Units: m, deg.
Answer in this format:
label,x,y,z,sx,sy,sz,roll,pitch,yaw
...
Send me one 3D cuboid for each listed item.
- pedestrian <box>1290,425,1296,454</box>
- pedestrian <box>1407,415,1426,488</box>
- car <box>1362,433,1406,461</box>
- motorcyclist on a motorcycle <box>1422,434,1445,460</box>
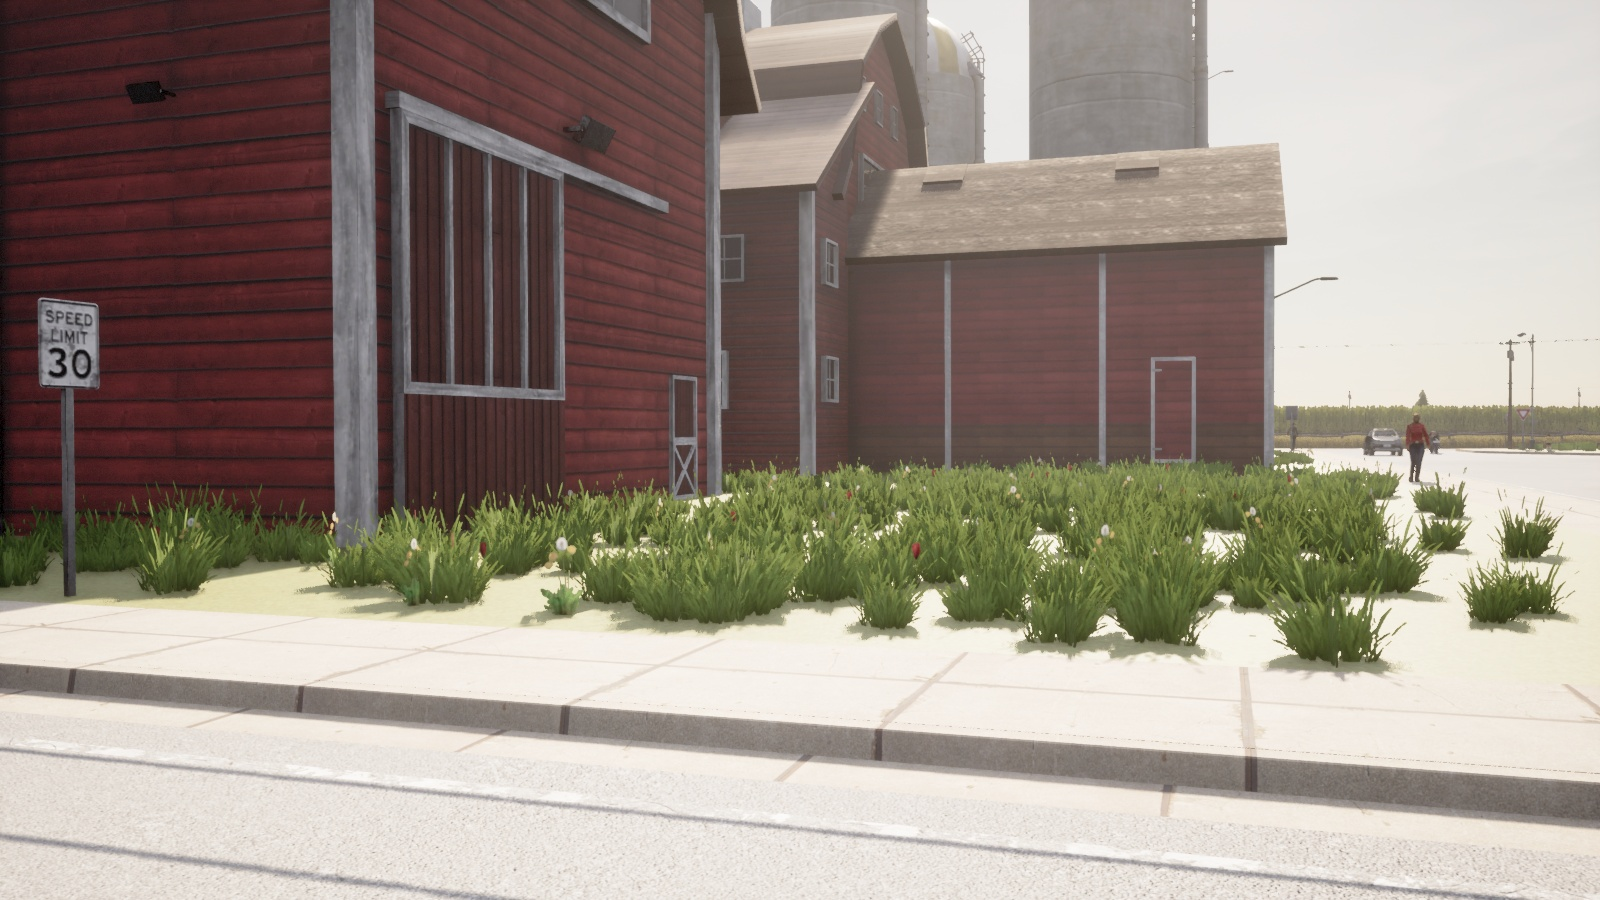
label,x,y,z,sx,sy,sz,roll,pitch,yaw
pedestrian,31.288,-0.676,79.628,0.328,1.805,0.869,1,1,21
pedestrian,15.788,0.026,32.148,0.331,1.846,0.636,1,1,18
car,32.677,-0.198,70.337,1.789,1.549,3.705,1,1,18
motorcyclist on a motorcycle,37.847,-0.198,75.059,0.866,1.530,2.191,1,1,18
